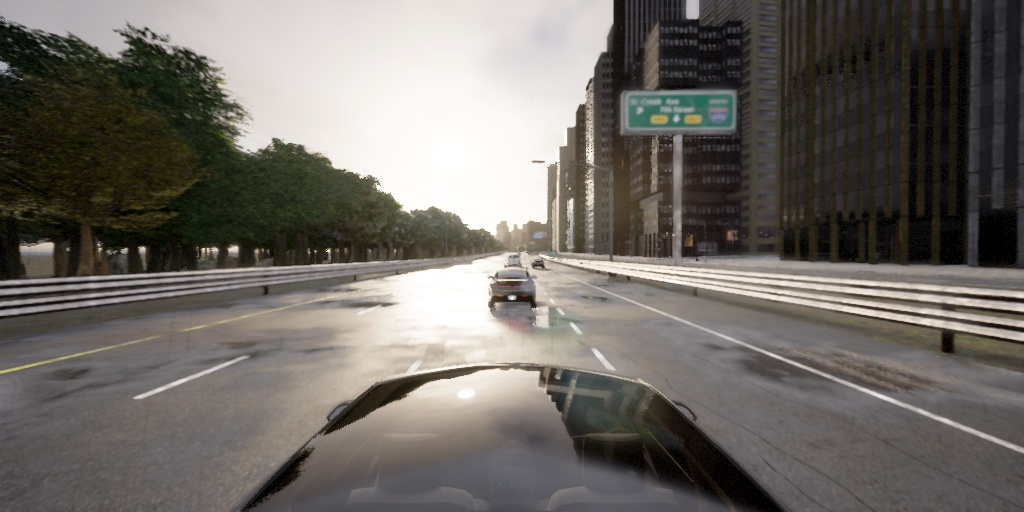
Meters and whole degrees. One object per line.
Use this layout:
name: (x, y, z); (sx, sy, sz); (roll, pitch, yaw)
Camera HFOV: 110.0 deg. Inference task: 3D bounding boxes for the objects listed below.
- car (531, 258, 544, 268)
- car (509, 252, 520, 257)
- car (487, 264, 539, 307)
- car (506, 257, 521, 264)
car: (3.870, 1.088, 54.395); (1.837, 1.490, 4.892); (0, 1, 1)
car: (0.329, 0.761, 59.759); (2.150, 2.045, 5.566); (0, 0, 1)
car: (0.013, 1.251, 15.379); (1.837, 1.490, 4.892); (0, 0, 0)
car: (0.118, 1.178, 37.369); (2.128, 1.511, 4.902); (0, 0, 0)
